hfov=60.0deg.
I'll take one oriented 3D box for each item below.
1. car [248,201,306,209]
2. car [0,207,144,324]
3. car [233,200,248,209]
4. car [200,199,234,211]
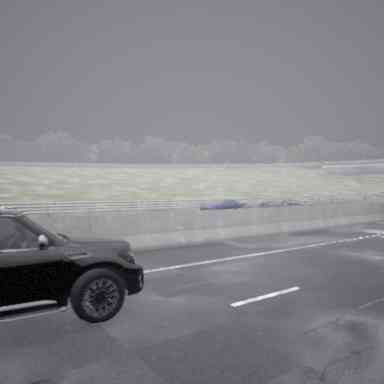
[{"bbox_3d":[7.127,1.439,26.272,4.902,1.511,2.128,-1,0,-35],"label":"car"},{"bbox_3d":[-3.583,1.222,5.489,5.566,2.045,2.150,0,0,-36],"label":"car"},{"bbox_3d":[6.326,1.534,30.000,4.718,1.301,1.895,-1,0,-35],"label":"car"},{"bbox_3d":[3.030,1.426,31.947,5.008,1.535,1.882,-1,0,-35],"label":"car"}]
